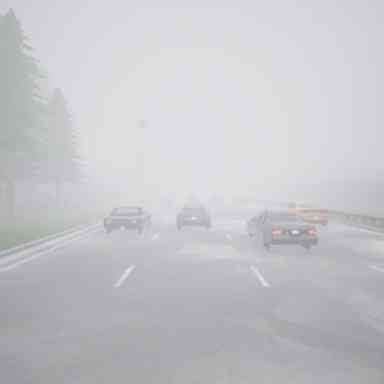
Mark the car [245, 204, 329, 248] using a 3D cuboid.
[{"bbox_3d":[3.601,1.436,14.121,2.033,1.411,5.357,0,0,0],"label":"car"}]

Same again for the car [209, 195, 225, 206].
[{"bbox_3d":[3.502,1.107,47.152,1.882,1.535,5.008,0,0,0],"label":"car"}]

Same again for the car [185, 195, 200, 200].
[{"bbox_3d":[0.008,1.131,47.819,1.837,1.490,4.892,0,1,0],"label":"car"}]

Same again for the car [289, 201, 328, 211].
[{"bbox_3d":[7.101,1.307,21.541,1.882,1.535,5.008,0,0,0],"label":"car"}]

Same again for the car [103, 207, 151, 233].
[{"bbox_3d":[-3.399,1.456,18.423,1.895,1.301,4.718,0,0,0],"label":"car"}]

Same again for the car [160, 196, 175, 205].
[{"bbox_3d":[-3.496,1.225,47.844,1.895,1.301,4.718,0,0,0],"label":"car"}]

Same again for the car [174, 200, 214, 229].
[{"bbox_3d":[0.101,1.402,20.495,1.994,1.385,4.181,0,0,0],"label":"car"}]

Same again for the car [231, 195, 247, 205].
[{"bbox_3d":[7.013,1.136,49.493,1.812,1.442,4.674,0,1,0],"label":"car"}]
